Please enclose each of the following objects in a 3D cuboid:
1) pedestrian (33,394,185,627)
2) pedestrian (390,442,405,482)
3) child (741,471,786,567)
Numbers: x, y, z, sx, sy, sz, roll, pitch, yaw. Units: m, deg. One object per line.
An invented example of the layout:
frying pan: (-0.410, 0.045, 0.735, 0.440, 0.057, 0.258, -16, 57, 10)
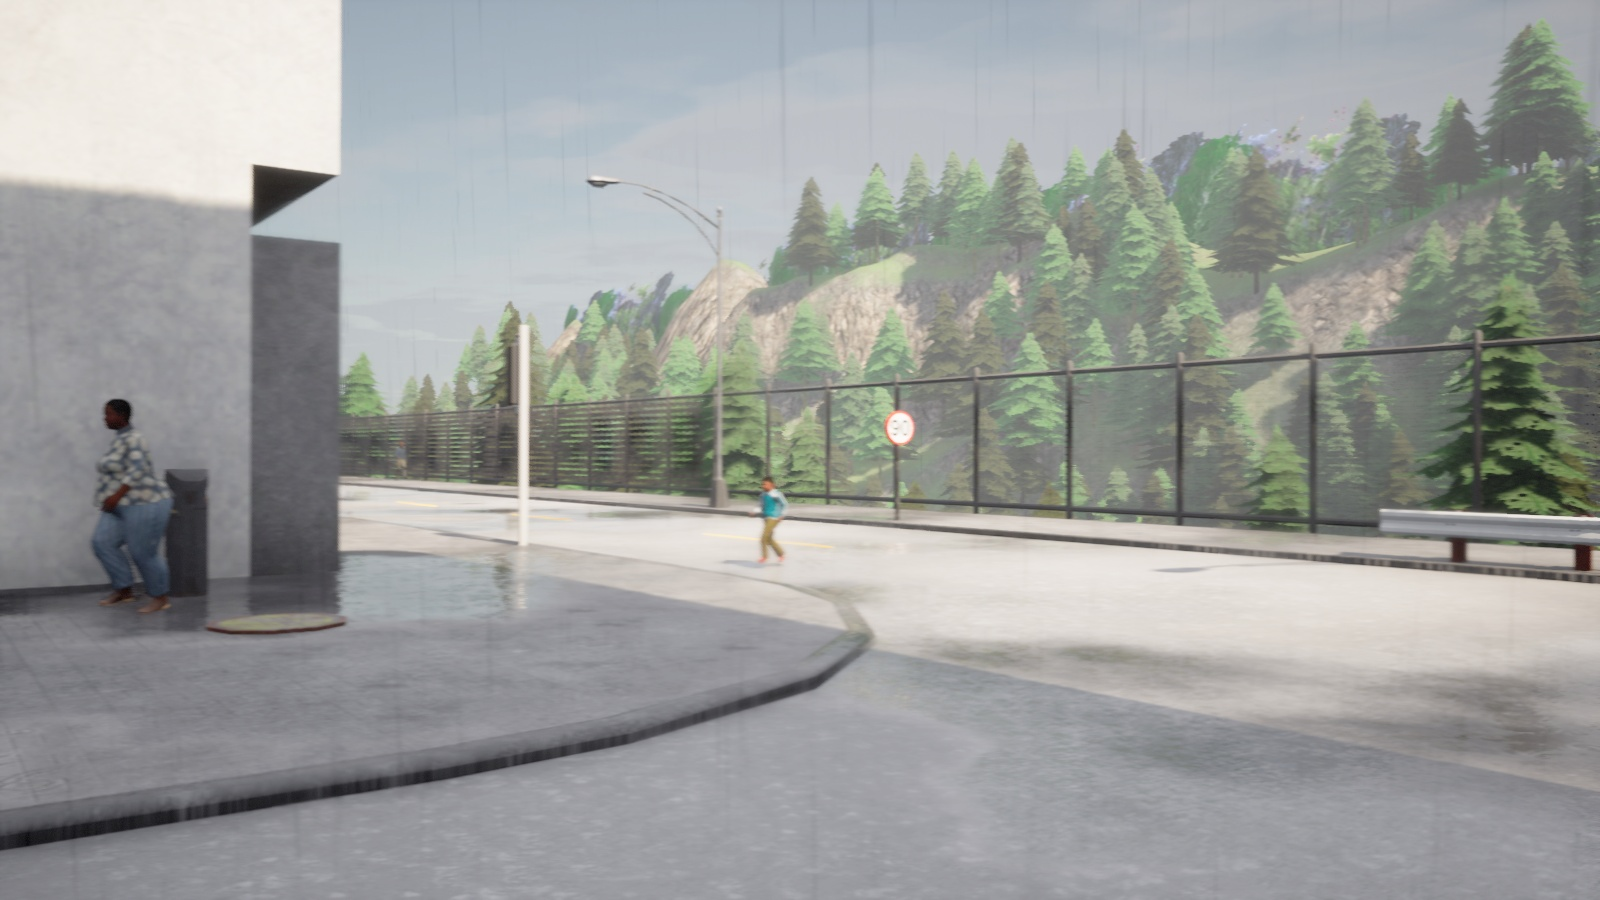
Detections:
pedestrian: (-5.835, 0.481, 10.613, 0.874, 1.855, 0.900, 0, 0, 43)
pedestrian: (-18.446, 0.543, 57.522, 0.370, 1.835, 0.726, 0, 0, -42)
child: (-0.464, 0.869, 15.946, 0.448, 1.192, 0.343, 0, 0, -36)
